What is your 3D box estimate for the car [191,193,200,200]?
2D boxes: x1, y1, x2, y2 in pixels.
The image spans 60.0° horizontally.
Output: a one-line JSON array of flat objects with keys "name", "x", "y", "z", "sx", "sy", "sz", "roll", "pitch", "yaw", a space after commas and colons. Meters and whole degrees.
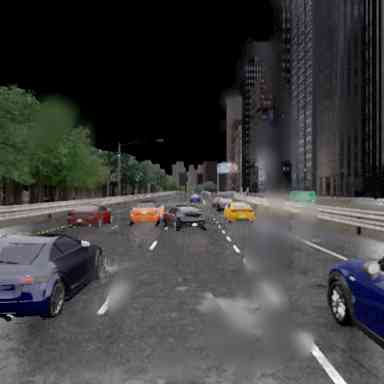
[{"name": "car", "x": 0.887, "y": 1.137, "z": 80.607, "sx": 2.128, "sy": 1.511, "sz": 4.902, "roll": 0, "pitch": 0, "yaw": 1}]

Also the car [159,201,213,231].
[{"name": "car", "x": -0.512, "y": 1.597, "z": 21.297, "sx": 1.837, "sy": 1.490, "sz": 4.892, "roll": -3, "pitch": 1, "yaw": -16}]

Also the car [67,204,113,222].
[{"name": "car", "x": -6.773, "y": 1.566, "z": 22.555, "sx": 1.882, "sy": 1.535, "sz": 5.008, "roll": 0, "pitch": 0, "yaw": 0}]

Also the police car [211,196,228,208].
[{"name": "police car", "x": 3.897, "y": 1.431, "z": 48.188, "sx": 2.038, "sy": 1.542, "sz": 4.974, "roll": 0, "pitch": 0, "yaw": 1}]

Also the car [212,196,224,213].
[{"name": "car", "x": 3.763, "y": 1.504, "z": 37.247, "sx": 2.163, "sy": 1.488, "sz": 4.792, "roll": 0, "pitch": 0, "yaw": 1}]

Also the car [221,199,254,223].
[{"name": "car", "x": 3.654, "y": 1.550, "z": 26.246, "sx": 1.882, "sy": 1.535, "sz": 5.008, "roll": 0, "pitch": 0, "yaw": 0}]

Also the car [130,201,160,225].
[{"name": "car", "x": -3.251, "y": 1.431, "z": 25.018, "sx": 2.097, "sy": 1.767, "sz": 4.553, "roll": 0, "pitch": 0, "yaw": 0}]

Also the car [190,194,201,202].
[{"name": "car", "x": 0.631, "y": 1.312, "z": 61.767, "sx": 1.882, "sy": 1.535, "sz": 5.008, "roll": 0, "pitch": 0, "yaw": 1}]

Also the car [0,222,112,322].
[{"name": "car", "x": -3.370, "y": 1.606, "z": 7.451, "sx": 1.994, "sy": 1.385, "sz": 4.181, "roll": 0, "pitch": 0, "yaw": 0}]

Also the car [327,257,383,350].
[{"name": "car", "x": 3.514, "y": 1.378, "z": 4.283, "sx": 2.097, "sy": 1.767, "sz": 4.553, "roll": 0, "pitch": 0, "yaw": 0}]
